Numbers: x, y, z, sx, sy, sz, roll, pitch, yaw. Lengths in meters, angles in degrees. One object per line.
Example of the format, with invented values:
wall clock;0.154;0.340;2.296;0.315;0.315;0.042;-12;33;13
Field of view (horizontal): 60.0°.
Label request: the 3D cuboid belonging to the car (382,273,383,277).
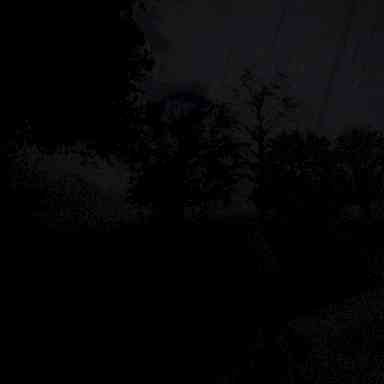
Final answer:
car;6.347;1.567;7.610;4.718;1.301;1.895;0;0;-36
